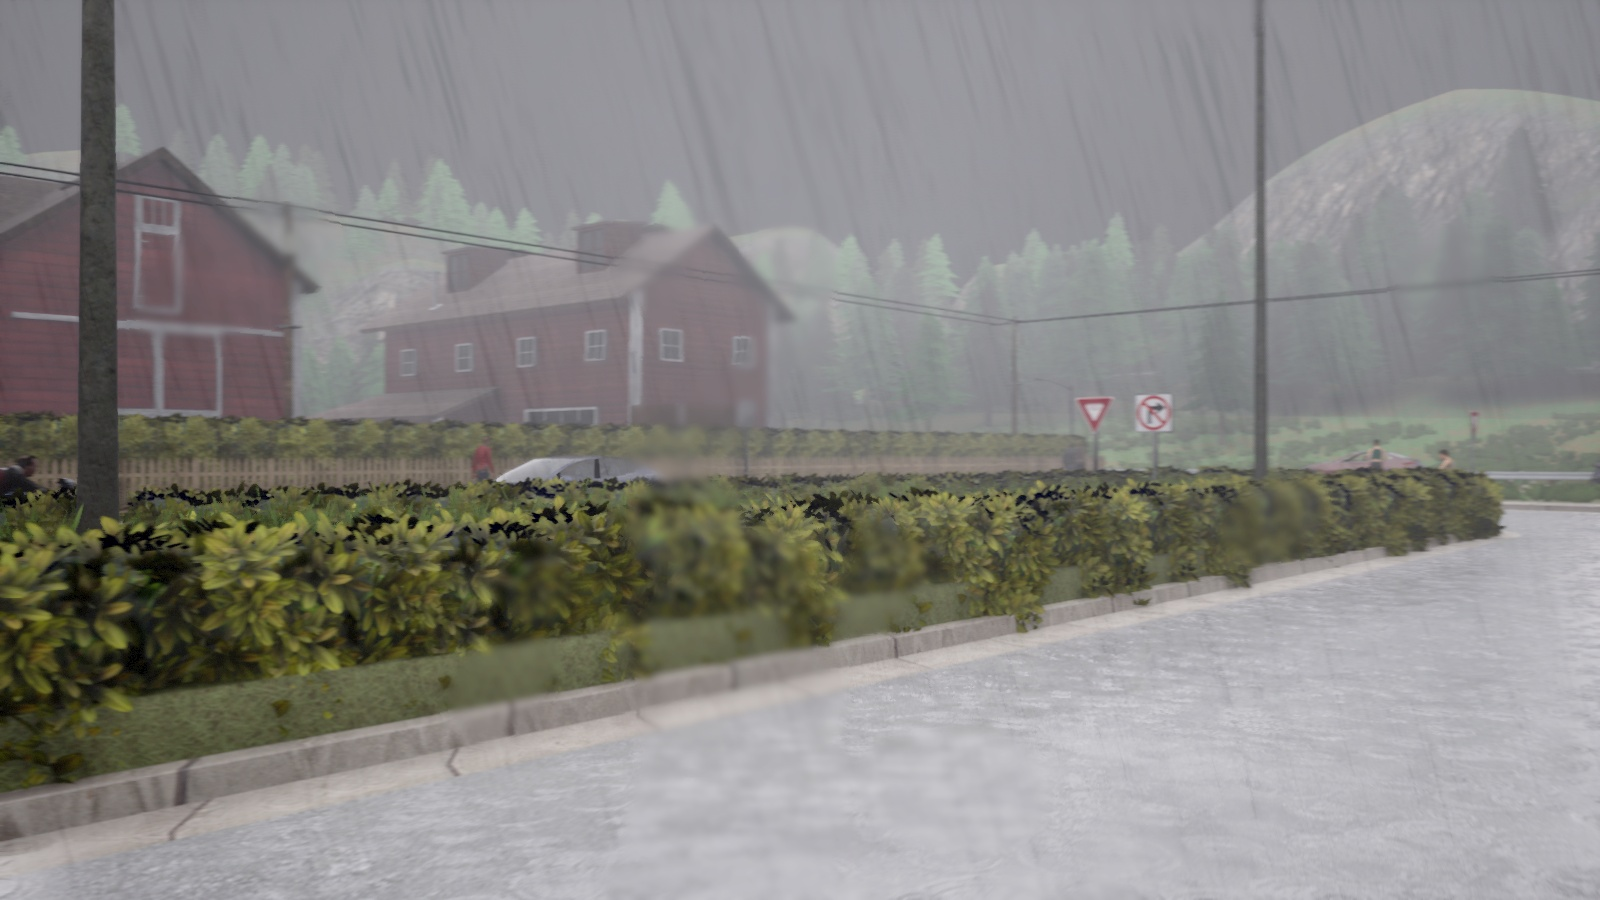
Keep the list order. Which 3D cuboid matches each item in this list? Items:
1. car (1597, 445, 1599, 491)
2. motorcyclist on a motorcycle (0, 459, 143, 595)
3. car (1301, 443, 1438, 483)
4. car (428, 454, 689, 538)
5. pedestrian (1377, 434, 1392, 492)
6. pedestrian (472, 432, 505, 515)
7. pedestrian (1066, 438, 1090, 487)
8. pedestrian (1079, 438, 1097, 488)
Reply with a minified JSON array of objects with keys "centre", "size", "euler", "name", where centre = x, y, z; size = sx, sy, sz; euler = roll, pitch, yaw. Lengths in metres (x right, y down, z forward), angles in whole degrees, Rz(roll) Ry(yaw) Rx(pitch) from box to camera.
[{"centre":[31.178,0.640,44.419],"size":[4.856,1.649,2.033],"euler":[0,0,39],"name":"car"},{"centre":[-9.092,0.874,14.822],"size":[0.866,1.530,2.191],"euler":[0,0,42],"name":"motorcyclist on a motorcycle"},{"centre":[24.796,0.556,54.804],"size":[5.027,1.651,2.152],"euler":[0,0,42],"name":"car"},{"centre":[-4.702,0.846,25.050],"size":[2.163,1.488,4.792],"euler":[0,0,42],"name":"car"},{"centre":[18.901,0.422,40.604],"size":[0.345,1.836,0.594],"euler":[0,0,32],"name":"pedestrian"},{"centre":[-7.034,0.524,28.394],"size":[0.331,1.846,0.636],"euler":[0,0,41],"name":"pedestrian"},{"centre":[10.774,0.489,48.587],"size":[0.563,1.883,0.849],"euler":[0,0,41],"name":"pedestrian"},{"centre":[10.869,0.485,47.456],"size":[0.634,1.846,0.331],"euler":[0,0,-40],"name":"pedestrian"}]
